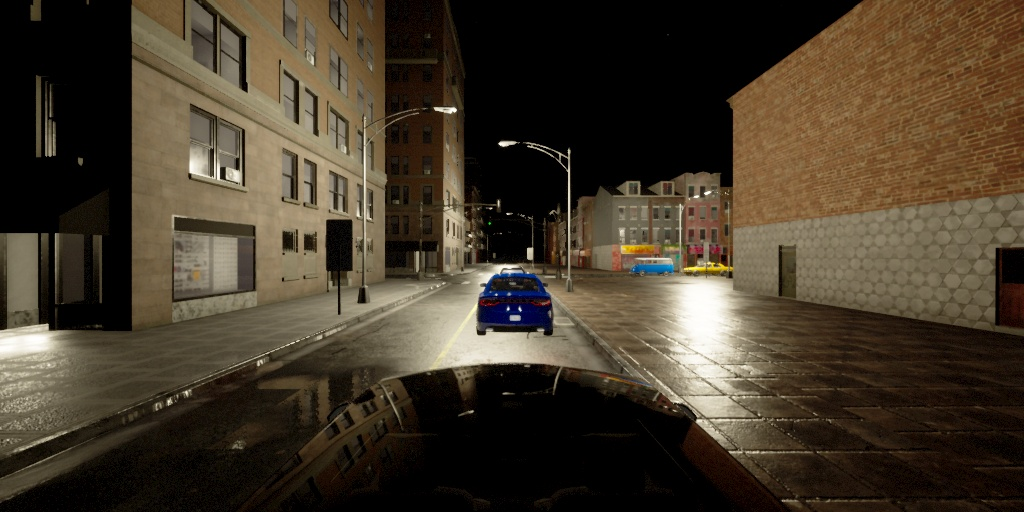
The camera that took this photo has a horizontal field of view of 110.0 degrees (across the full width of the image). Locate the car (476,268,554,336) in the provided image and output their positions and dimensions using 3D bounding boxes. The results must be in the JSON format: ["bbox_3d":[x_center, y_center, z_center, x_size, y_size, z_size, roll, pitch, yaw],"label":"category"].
[{"bbox_3d":[0.067,1.227,10.455,1.882,1.535,5.008,0,0,0],"label":"car"}]

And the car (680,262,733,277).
[{"bbox_3d":[19.051,1.267,35.028,4.829,1.417,1.751,0,0,0],"label":"car"}]

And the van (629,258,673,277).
[{"bbox_3d":[13.610,1.087,35.015,3.998,1.789,1.690,0,0,0],"label":"van"}]

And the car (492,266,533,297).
[{"bbox_3d":[0.032,1.313,19.480,1.994,1.385,4.181,0,0,0],"label":"car"}]
